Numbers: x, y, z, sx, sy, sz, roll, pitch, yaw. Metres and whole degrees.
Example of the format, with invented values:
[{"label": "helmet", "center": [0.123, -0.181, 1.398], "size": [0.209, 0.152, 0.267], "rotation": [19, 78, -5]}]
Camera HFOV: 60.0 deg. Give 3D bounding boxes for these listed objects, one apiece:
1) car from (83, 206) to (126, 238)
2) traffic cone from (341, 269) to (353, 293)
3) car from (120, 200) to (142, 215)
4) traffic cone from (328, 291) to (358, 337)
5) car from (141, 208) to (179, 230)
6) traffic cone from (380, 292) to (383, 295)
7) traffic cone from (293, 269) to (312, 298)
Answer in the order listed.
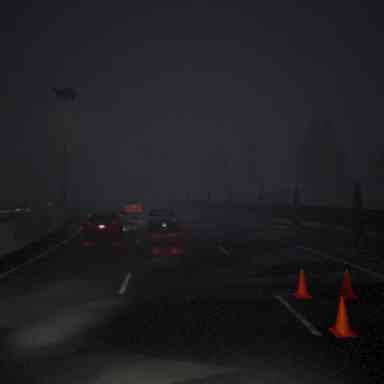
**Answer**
[{"label": "car", "center": [-4.950, 1.742, 18.852], "size": [1.994, 1.385, 4.181], "rotation": [0, -1, -10]}, {"label": "traffic cone", "center": [3.461, 2.021, 7.439], "size": [0.340, 0.580, 0.340], "rotation": [0, -1, 0]}, {"label": "car", "center": [-7.339, 1.720, 39.317], "size": [2.097, 1.767, 4.553], "rotation": [0, -1, -21]}, {"label": "traffic cone", "center": [2.456, 2.004, 5.442], "size": [0.340, 0.580, 0.340], "rotation": [0, -1, 0]}, {"label": "car", "center": [-2.207, 1.813, 22.911], "size": [1.895, 1.301, 4.718], "rotation": [0, -1, -13]}, {"label": "traffic cone", "center": [4.461, 2.020, 7.437], "size": [0.340, 0.580, 0.340], "rotation": [0, -1, 0]}, {"label": "traffic cone", "center": [2.461, 2.022, 7.441], "size": [0.340, 0.580, 0.340], "rotation": [0, -1, 0]}]
